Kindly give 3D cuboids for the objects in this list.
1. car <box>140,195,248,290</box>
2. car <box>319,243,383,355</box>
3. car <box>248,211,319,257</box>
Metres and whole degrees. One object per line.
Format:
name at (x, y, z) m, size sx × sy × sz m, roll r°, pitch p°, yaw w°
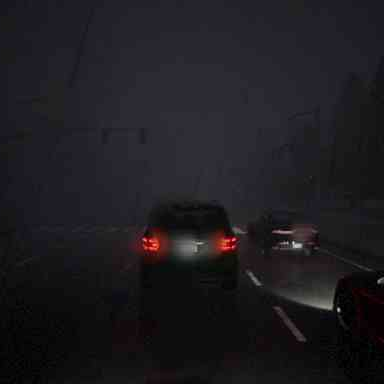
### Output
car at (-0.100, 1.221, 9.215) m, size 2.150 × 2.045 × 5.566 m, roll 0°, pitch 0°, yaw -1°
car at (3.424, 1.564, 4.064) m, size 1.994 × 1.385 × 4.181 m, roll 0°, pitch 0°, yaw -1°
car at (3.333, 1.491, 12.972) m, size 2.128 × 1.511 × 4.902 m, roll 0°, pitch 0°, yaw 0°
